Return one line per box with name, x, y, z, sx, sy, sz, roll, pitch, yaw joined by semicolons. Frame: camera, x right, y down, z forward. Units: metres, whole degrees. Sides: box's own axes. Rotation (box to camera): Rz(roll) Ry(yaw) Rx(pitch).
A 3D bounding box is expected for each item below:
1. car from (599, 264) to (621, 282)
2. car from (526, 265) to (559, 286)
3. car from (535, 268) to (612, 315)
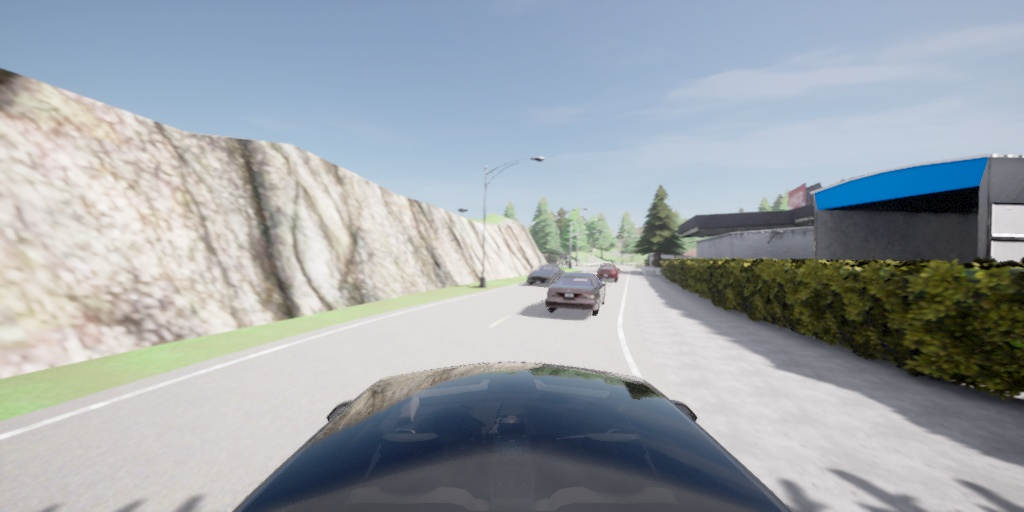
car;8.581;1.479;32.142;1.812;1.442;4.674;1;0;18
car;2.551;1.351;25.721;2.033;1.411;5.357;1;0;18
car;2.644;1.359;14.171;2.033;1.411;5.357;1;0;18
